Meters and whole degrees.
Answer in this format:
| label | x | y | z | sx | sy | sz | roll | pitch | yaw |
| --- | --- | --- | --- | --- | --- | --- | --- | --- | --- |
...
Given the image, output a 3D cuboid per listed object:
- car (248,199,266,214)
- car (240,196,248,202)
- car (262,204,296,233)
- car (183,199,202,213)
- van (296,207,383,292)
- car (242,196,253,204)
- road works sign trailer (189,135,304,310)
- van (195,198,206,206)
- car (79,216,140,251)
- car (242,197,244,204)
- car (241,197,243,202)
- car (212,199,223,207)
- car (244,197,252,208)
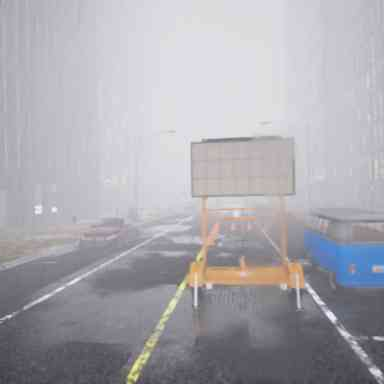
| label | x | y | z | sx | sy | sz | roll | pitch | yaw |
| --- | --- | --- | --- | --- | --- | --- | --- | --- | --- |
| car | 7.539 | 1.744 | 36.781 | 1.802 | 1.307 | 4.206 | -1 | -1 | 7 |
| car | 14.583 | 1.975 | 93.268 | 1.887 | 1.381 | 4.507 | -1 | 0 | 7 |
| car | 5.425 | 1.640 | 19.835 | 1.802 | 1.307 | 4.206 | -1 | -1 | 7 |
| car | -0.071 | 1.938 | 43.469 | 2.008 | 1.369 | 4.403 | -1 | -1 | 7 |
| van | 4.010 | 1.330 | 8.541 | 1.690 | 1.788 | 3.998 | -1 | -1 | 7 |
| car | 11.763 | 1.774 | 70.674 | 1.967 | 1.590 | 4.097 | -1 | 0 | 7 |
| road works sign trailer | 1.201 | 0.509 | 7.907 | 2.380 | 3.560 | 2.880 | -1 | -1 | 7 |
| van | 1.334 | 1.789 | 54.768 | 1.690 | 1.788 | 3.998 | -1 | 0 | 7 |
| car | -3.594 | 1.798 | 15.225 | 1.802 | 1.307 | 4.206 | -1 | -1 | 7 |
| car | 9.652 | 1.806 | 53.727 | 2.008 | 1.369 | 4.403 | -1 | 0 | 7 |
| car | 11.059 | 1.748 | 65.025 | 1.967 | 1.590 | 4.097 | -1 | 0 | 7 |
| car | 4.667 | 1.959 | 59.735 | 2.033 | 1.411 | 5.357 | -1 | 0 | 7 |
| car | 8.947 | 1.777 | 48.078 | 2.008 | 1.369 | 4.403 | -1 | 0 | 7 |
